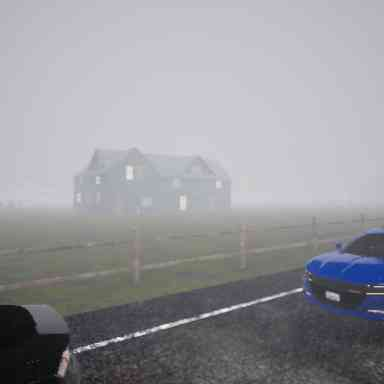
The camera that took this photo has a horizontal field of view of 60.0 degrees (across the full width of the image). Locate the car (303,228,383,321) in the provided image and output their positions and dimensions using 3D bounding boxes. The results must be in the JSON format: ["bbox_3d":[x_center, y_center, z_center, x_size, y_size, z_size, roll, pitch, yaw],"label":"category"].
[{"bbox_3d":[4.453,1.540,7.227,5.008,1.535,1.882,0,-1,-36],"label":"car"}]

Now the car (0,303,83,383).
[{"bbox_3d":[-3.114,1.517,1.733,4.902,1.511,2.128,0,-1,-36],"label":"car"}]
